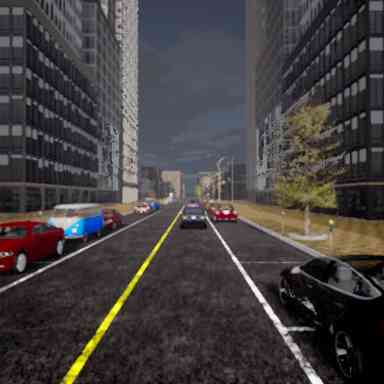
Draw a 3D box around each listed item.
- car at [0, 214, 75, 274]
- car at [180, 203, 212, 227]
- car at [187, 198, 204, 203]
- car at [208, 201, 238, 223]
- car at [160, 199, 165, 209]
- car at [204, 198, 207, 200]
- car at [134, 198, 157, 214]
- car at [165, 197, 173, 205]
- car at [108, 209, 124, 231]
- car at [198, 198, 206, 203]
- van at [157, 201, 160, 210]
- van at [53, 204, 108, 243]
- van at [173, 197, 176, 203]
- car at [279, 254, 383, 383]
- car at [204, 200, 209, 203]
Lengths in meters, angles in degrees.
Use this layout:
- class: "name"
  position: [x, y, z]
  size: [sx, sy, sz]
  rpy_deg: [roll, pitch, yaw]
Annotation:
- class: "car"
  position: [-5.687, 1.644, 10.947]
  size: [1.887, 1.381, 4.507]
  rpy_deg: [0, -1, 0]
- class: "car"
  position: [0.105, 1.764, 24.407]
  size: [2.033, 1.411, 5.357]
  rpy_deg: [0, 0, 0]
- class: "car"
  position: [0.097, 1.791, 41.844]
  size: [2.033, 1.649, 4.856]
  rpy_deg: [0, -1, 0]
- class: "car"
  position: [2.693, 1.687, 28.010]
  size: [1.967, 1.590, 4.097]
  rpy_deg: [0, 0, 0]
- class: "car"
  position: [-5.691, 2.006, 50.791]
  size: [1.947, 1.339, 4.313]
  rpy_deg: [0, 0, 0]
- class: "car"
  position: [2.690, 1.918, 45.255]
  size: [1.752, 1.417, 4.829]
  rpy_deg: [0, 0, 0]
- class: "car"
  position: [-5.689, 1.785, 39.407]
  size: [1.967, 1.590, 4.097]
  rpy_deg: [0, 0, 0]
- class: "car"
  position: [-5.693, 2.154, 73.388]
  size: [1.752, 1.417, 4.829]
  rpy_deg: [0, 0, 0]
- class: "car"
  position: [-5.688, 1.781, 22.331]
  size: [1.802, 1.307, 4.206]
  rpy_deg: [0, 0, 0]
- class: "car"
  position: [2.686, 2.319, 90.618]
  size: [2.008, 1.369, 4.403]
  rpy_deg: [0, 0, 0]
- class: "van"
  position: [-5.689, 1.733, 45.101]
  size: [1.690, 1.788, 3.998]
  rpy_deg: [0, 0, 0]
- class: "van"
  position: [-5.687, 1.490, 16.641]
  size: [1.690, 1.788, 3.998]
  rpy_deg: [0, -1, 0]
- class: "van"
  position: [-5.693, 2.064, 84.944]
  size: [1.690, 1.788, 3.998]
  rpy_deg: [0, 0, 0]
- class: "car"
  position: [2.694, 1.614, 5.243]
  size: [1.947, 1.339, 4.313]
  rpy_deg: [0, -1, 0]
- class: "car"
  position: [2.691, 1.925, 39.393]
  size: [1.802, 1.307, 4.206]
  rpy_deg: [0, 0, 0]
